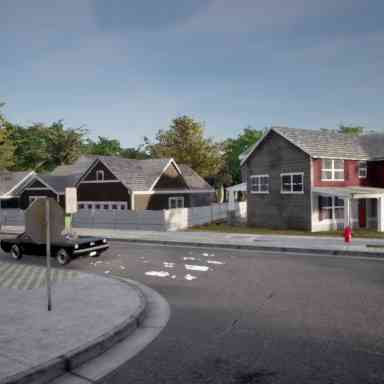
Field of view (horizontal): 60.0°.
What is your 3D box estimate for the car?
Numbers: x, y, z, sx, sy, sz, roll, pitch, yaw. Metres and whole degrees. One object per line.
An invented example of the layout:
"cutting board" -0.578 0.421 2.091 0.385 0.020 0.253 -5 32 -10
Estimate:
"car" -5.766 2.139 13.965 4.718 1.301 1.895 -2 0 30
